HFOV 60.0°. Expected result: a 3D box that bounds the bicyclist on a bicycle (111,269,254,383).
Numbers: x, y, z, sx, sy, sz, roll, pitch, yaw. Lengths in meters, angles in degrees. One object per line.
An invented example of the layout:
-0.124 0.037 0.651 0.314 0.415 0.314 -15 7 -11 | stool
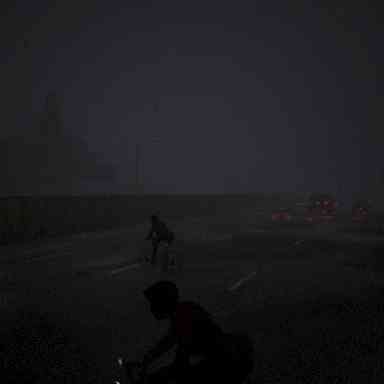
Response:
-0.026 1.455 2.392 1.656 1.620 0.582 -2 0 -5 | bicyclist on a bicycle

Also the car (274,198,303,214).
10.240 1.478 35.937 1.882 1.535 5.008 0 0 28 | car

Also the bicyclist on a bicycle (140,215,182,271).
-0.913 1.455 9.212 1.656 1.620 0.582 -3 -2 40 | bicyclist on a bicycle

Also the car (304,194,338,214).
13.660 1.221 35.051 2.150 2.045 5.566 0 0 29 | car

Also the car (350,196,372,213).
19.249 1.505 37.908 1.837 1.490 4.892 0 0 28 | car

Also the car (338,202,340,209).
18.224 1.601 43.538 1.895 1.301 4.718 0 0 29 | car
